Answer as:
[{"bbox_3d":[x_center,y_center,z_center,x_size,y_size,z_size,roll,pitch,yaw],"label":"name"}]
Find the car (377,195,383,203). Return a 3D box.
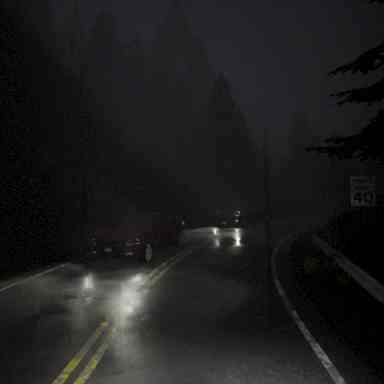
[{"bbox_3d":[17.406,0.983,29.793,5.357,1.411,2.033,-2,-3,-27],"label":"car"}]

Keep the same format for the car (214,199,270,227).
[{"bbox_3d":[3.470,1.369,22.848,2.097,1.767,4.553,-3,-1,40],"label":"car"}]

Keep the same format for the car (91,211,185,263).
[{"bbox_3d":[-1.787,1.514,12.491,1.882,1.535,5.008,-1,-1,18],"label":"car"}]

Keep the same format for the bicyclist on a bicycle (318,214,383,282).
[{"bbox_3d":[3.737,1.327,7.705,1.656,1.620,0.582,0,0,-2],"label":"bicyclist on a bicycle"}]
